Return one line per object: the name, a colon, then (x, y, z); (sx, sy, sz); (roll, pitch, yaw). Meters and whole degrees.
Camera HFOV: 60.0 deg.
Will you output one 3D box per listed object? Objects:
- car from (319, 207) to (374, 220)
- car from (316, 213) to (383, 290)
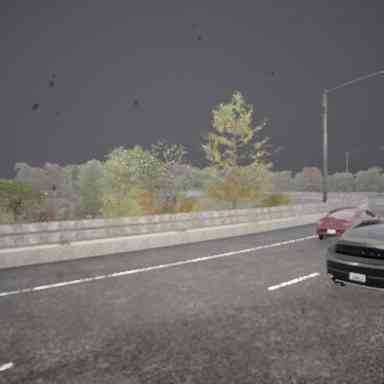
car: (7.192, 1.386, 14.788); (4.674, 1.442, 1.812); (-1, 0, -44)
car: (5.103, 1.417, 8.171); (4.892, 1.490, 1.837); (-1, 1, -41)
